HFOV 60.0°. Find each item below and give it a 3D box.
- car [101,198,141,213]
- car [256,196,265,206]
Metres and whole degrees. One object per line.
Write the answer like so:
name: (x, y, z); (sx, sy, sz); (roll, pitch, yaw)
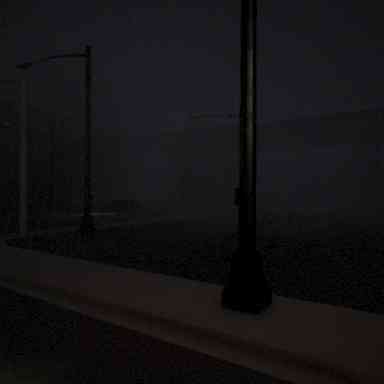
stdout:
car: (-8.020, 1.479, 37.761); (1.882, 1.535, 5.008); (1, 0, 35)
car: (9.306, 1.390, 53.574); (4.553, 1.767, 2.097); (0, 0, -17)
